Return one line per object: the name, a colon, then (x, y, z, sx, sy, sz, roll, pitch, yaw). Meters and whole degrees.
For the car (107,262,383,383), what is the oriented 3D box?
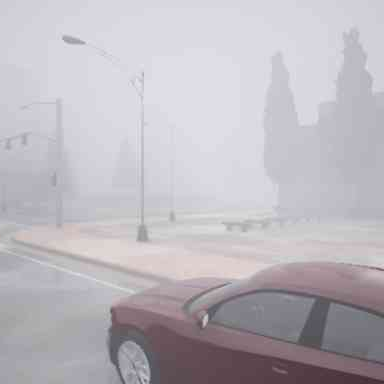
car: (1.203, 1.489, 3.376, 5.008, 1.535, 1.882, -1, 0, 38)
